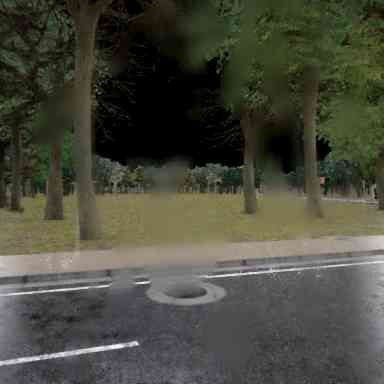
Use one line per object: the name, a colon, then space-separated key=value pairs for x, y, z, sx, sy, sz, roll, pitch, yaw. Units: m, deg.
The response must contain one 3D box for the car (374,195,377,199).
car: x=44.977 y=1.297 z=79.667 sx=1.895 sy=1.301 sz=4.718 roll=0 pitch=0 yaw=5
